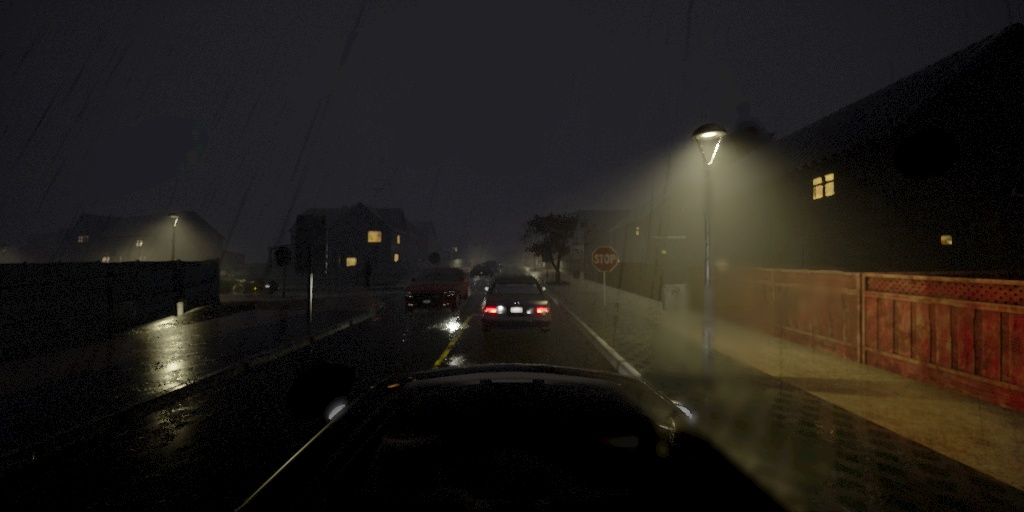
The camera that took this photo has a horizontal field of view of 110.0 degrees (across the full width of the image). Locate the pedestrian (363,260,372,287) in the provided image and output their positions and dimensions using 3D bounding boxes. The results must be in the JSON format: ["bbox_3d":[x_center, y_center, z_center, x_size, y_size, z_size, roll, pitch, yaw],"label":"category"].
[{"bbox_3d":[-9.896,1.210,24.530,0.375,1.860,0.375,0,-2,5],"label":"pedestrian"}]

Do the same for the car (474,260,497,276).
[{"bbox_3d":[-2.830,1.376,35.072,1.994,1.385,4.181,0,0,0],"label":"car"}]

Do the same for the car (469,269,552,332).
[{"bbox_3d":[0.105,1.303,10.856,2.033,1.411,5.357,0,0,0],"label":"car"}]

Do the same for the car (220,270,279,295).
[{"bbox_3d":[-14.902,1.458,19.286,4.181,1.385,1.994,-1,-3,8],"label":"car"}]

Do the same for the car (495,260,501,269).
[{"bbox_3d":[-2.798,1.366,48.126,1.837,1.490,4.892,0,0,0],"label":"car"}]

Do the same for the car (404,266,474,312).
[{"bbox_3d":[-2.859,1.188,14.513,1.882,1.535,5.008,-1,2,0],"label":"car"}]
